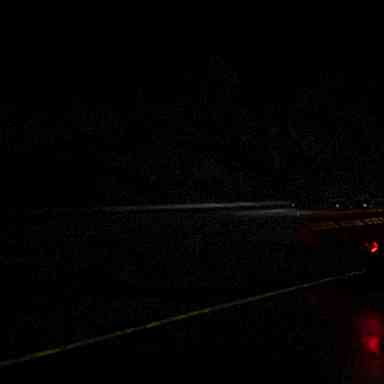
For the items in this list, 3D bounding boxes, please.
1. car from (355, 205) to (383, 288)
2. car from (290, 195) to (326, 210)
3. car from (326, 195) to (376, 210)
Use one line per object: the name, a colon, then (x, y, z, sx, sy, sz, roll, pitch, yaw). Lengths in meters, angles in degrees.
car: (6.055, 1.230, 7.517, 4.553, 1.767, 2.097, -1, 1, -32)
car: (12.591, 1.054, 35.273, 4.902, 1.511, 2.128, -1, 1, -27)
car: (16.221, 1.043, 33.185, 4.902, 1.511, 2.128, -1, 1, -27)
